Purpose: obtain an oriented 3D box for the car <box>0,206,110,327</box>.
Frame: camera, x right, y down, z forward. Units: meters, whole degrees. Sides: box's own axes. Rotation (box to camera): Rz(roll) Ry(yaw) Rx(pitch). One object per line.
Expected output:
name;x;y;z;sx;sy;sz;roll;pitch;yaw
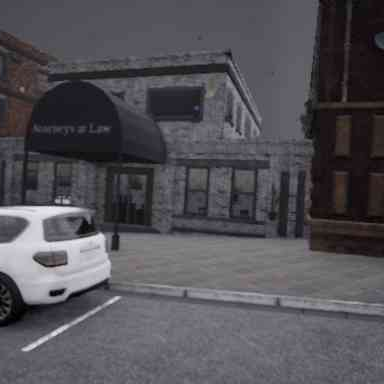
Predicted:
car;-4.503;1.333;7.193;5.566;2.045;2.435;0;-1;17
